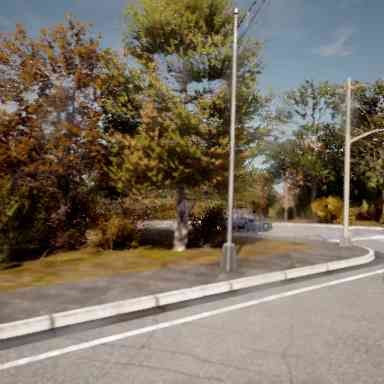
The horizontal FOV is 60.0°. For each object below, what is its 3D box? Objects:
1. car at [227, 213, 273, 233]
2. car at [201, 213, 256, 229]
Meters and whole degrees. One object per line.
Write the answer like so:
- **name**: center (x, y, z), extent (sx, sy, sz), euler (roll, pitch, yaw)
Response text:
- **car**: center (4.083, 2.324, 25.401), extent (1.994, 1.385, 4.181), euler (3, -4, -38)
- **car**: center (3.362, 2.695, 31.979), extent (2.033, 1.411, 5.357), euler (3, -5, -39)
